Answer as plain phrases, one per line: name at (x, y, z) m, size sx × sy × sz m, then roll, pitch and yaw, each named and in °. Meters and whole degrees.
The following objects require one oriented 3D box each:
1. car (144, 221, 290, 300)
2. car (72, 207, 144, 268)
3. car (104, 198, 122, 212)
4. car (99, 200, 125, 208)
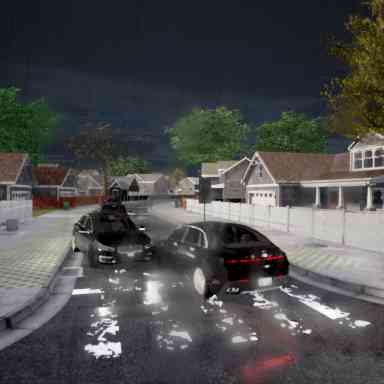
car at (0.405, 1.506, 8.611) m, size 1.837 × 1.490 × 4.892 m, roll 0°, pitch 0°, yaw -24°
car at (-2.918, 1.493, 11.546) m, size 1.837 × 1.490 × 4.892 m, roll 1°, pitch 0°, yaw -29°
car at (-9.368, 1.524, 39.798) m, size 1.812 × 1.442 × 4.674 m, roll 0°, pitch 0°, yaw -10°
car at (-4.824, 1.499, 20.502) m, size 1.837 × 1.490 × 4.892 m, roll 0°, pitch 0°, yaw -15°
